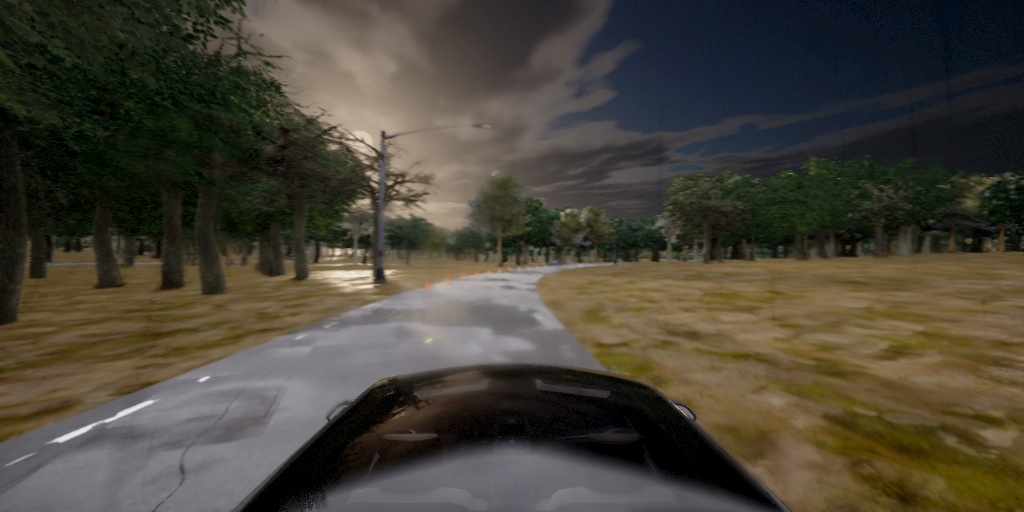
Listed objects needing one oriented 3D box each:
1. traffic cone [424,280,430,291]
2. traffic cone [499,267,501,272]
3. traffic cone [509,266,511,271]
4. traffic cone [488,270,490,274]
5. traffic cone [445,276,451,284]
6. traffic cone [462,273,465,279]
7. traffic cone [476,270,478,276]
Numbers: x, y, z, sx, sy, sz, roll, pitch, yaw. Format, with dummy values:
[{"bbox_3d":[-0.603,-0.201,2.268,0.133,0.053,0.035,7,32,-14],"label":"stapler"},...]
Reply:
[{"bbox_3d":[-4.781,1.638,20.173,0.340,0.580,0.340,0,0,2],"label":"traffic cone"},{"bbox_3d":[-1.581,1.733,45.448,0.340,0.580,0.340,0,0,13],"label":"traffic cone"},{"bbox_3d":[-0.369,1.744,50.405,0.340,0.580,0.340,0,0,15],"label":"traffic cone"},{"bbox_3d":[-2.602,1.717,40.450,0.340,0.580,0.340,0,0,10],"label":"traffic cone"},{"bbox_3d":[-4.524,1.653,25.270,0.340,0.580,0.340,0,0,4],"label":"traffic cone"},{"bbox_3d":[-4.075,1.673,30.353,0.340,0.580,0.340,0,0,6],"label":"traffic cone"},{"bbox_3d":[-3.434,1.697,35.415,0.340,0.580,0.340,0,0,8],"label":"traffic cone"}]
